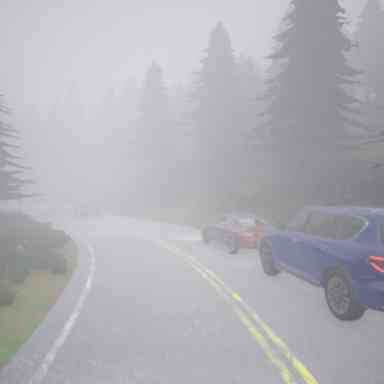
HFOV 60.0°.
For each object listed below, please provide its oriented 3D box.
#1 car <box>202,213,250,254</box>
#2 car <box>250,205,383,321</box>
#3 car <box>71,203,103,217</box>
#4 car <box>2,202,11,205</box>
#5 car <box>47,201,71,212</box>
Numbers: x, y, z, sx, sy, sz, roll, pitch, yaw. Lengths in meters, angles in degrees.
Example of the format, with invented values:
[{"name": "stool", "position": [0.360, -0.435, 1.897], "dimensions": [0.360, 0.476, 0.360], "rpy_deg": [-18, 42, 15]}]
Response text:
[{"name": "car", "position": [1.880, 1.603, 13.883], "dimensions": [1.812, 1.442, 4.674], "rpy_deg": [0, 0, -18]}, {"name": "car", "position": [3.408, 1.305, 7.733], "dimensions": [2.150, 2.045, 5.566], "rpy_deg": [0, 0, -10]}, {"name": "car", "position": [-11.081, 1.838, 35.309], "dimensions": [1.895, 1.301, 4.718], "rpy_deg": [-2, 1, -32]}, {"name": "car", "position": [-27.960, 0.859, 46.244], "dimensions": [5.566, 2.045, 2.150], "rpy_deg": [2, 4, 17]}, {"name": "car", "position": [-17.476, 1.905, 44.443], "dimensions": [4.718, 1.301, 1.895], "rpy_deg": [0, 3, 42]}]
